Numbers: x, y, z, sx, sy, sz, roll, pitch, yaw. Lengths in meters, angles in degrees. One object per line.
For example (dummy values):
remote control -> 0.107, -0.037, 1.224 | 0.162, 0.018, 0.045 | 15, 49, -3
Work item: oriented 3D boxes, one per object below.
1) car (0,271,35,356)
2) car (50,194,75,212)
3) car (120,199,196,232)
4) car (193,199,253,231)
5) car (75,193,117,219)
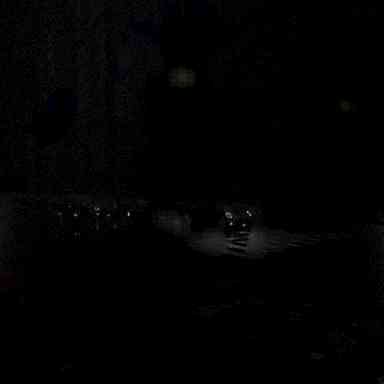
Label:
car -> -4.221, 1.545, 3.641 | 4.507, 1.381, 1.887 | 0, -1, -36
car -> -14.118, 1.276, 36.486 | 1.837, 1.490, 4.892 | -1, 1, -36
car -> -2.202, 1.427, 19.882 | 2.128, 1.511, 4.902 | -1, 1, -36
car -> 1.548, 1.254, 20.316 | 2.097, 1.767, 4.553 | -1, 1, -37
car -> -7.787, 1.209, 27.653 | 2.097, 1.767, 4.553 | -1, 1, -36
